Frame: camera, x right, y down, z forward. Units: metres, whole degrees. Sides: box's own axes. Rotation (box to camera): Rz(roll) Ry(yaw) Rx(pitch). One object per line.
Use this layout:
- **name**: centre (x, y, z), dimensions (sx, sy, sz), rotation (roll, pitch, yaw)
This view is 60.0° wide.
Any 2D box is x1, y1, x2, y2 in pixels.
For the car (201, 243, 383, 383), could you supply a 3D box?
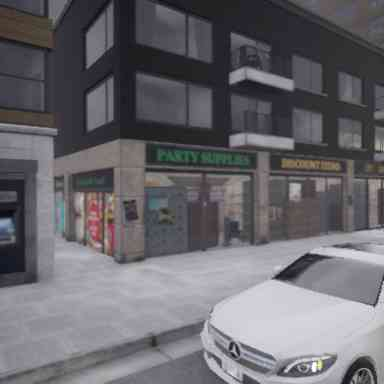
- **car**: centre (2.299, 1.520, 4.711), dimensions (4.674, 1.442, 1.812), rotation (0, 0, -36)
